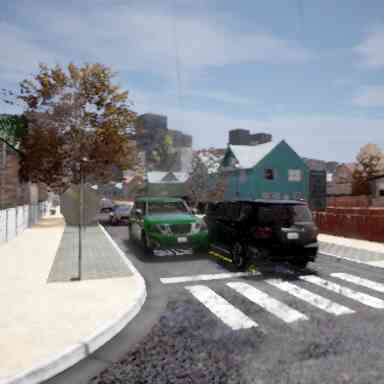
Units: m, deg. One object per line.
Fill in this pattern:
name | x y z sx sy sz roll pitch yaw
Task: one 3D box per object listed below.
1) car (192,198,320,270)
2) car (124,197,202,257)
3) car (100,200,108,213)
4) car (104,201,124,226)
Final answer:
car | 1.911 1.228 11.217 2.150 2.045 5.566 1 0 -15
car | -1.185 1.227 13.340 2.150 2.045 5.566 0 -1 -19
car | -10.422 1.729 40.191 2.033 1.411 5.357 0 -1 -19
car | -5.086 1.625 24.672 2.033 1.411 5.357 0 -1 -19
